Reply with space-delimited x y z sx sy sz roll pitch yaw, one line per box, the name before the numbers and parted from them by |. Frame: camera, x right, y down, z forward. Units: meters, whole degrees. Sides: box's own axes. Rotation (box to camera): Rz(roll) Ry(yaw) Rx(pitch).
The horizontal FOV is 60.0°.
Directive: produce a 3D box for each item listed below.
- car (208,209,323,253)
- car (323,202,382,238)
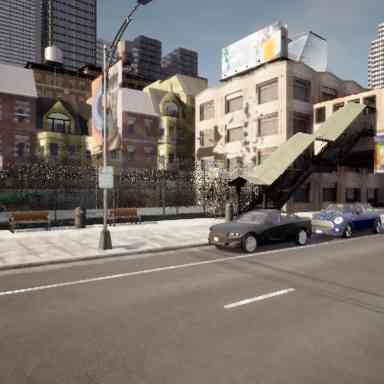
car | 2.925 1.478 13.817 5.008 1.535 2.097 0 0 -36
car | 8.075 1.353 17.662 4.553 1.767 2.185 0 0 -36
